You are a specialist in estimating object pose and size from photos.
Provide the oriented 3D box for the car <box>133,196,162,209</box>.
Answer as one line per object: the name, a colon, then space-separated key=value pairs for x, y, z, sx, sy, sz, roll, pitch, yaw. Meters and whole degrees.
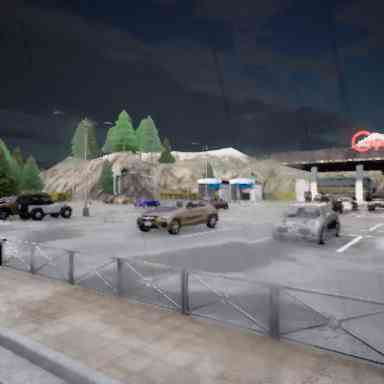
car: x=-5.773 y=1.337 z=43.362 sx=1.845 sy=1.501 sz=3.633 roll=0 pitch=0 yaw=35

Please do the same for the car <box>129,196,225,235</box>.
car: x=-0.581 y=1.170 z=17.383 sx=2.152 sy=1.636 sz=5.027 roll=0 pitch=0 yaw=35

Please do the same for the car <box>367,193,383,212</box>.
car: x=19.311 y=1.093 z=34.213 sx=1.905 sy=1.878 sz=3.866 roll=0 pitch=0 yaw=35

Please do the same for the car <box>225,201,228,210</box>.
car: x=2.338 y=1.315 z=37.526 sx=2.007 sy=1.523 sz=4.514 roll=0 pitch=0 yaw=35

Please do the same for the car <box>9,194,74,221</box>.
car: x=-10.998 y=1.093 z=24.811 sx=1.905 sy=1.878 sz=3.866 roll=0 pitch=0 yaw=35

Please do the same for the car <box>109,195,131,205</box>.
car: x=-10.963 y=1.348 z=56.487 sx=2.152 sy=1.636 sz=5.027 roll=0 pitch=0 yaw=35

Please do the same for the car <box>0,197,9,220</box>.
car: x=-13.603 y=1.114 z=26.162 sx=1.932 sy=1.855 sz=4.605 roll=0 pitch=0 yaw=35

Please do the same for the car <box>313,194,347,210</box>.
car: x=12.067 y=1.113 z=29.715 sx=1.932 sy=1.855 sz=4.605 roll=0 pitch=0 yaw=35

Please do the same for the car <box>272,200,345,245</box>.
car: x=4.832 y=1.248 z=13.921 sx=1.970 sy=1.475 sz=3.806 roll=0 pitch=0 yaw=35

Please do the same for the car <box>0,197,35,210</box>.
car: x=-21.920 y=1.401 z=41.375 sx=1.970 sy=1.475 sz=3.806 roll=0 pitch=0 yaw=35

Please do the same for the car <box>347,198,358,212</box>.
car: x=16.959 y=1.377 z=36.641 sx=1.970 sy=1.475 sz=3.806 roll=0 pitch=0 yaw=35

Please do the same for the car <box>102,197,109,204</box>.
car: x=-13.548 y=1.357 z=58.266 sx=2.007 sy=1.523 sz=4.514 roll=0 pitch=0 yaw=35
